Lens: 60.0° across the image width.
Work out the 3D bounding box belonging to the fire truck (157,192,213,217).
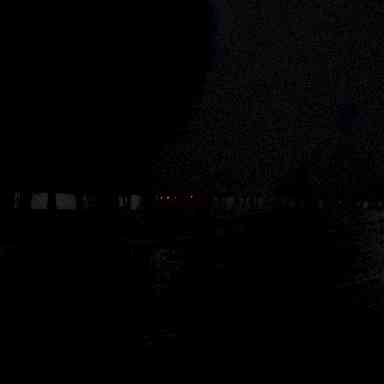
[{"bbox_3d":[-1.011,2.020,52.115,8.468,3.827,2.891,-2,-1,10],"label":"fire truck"}]
